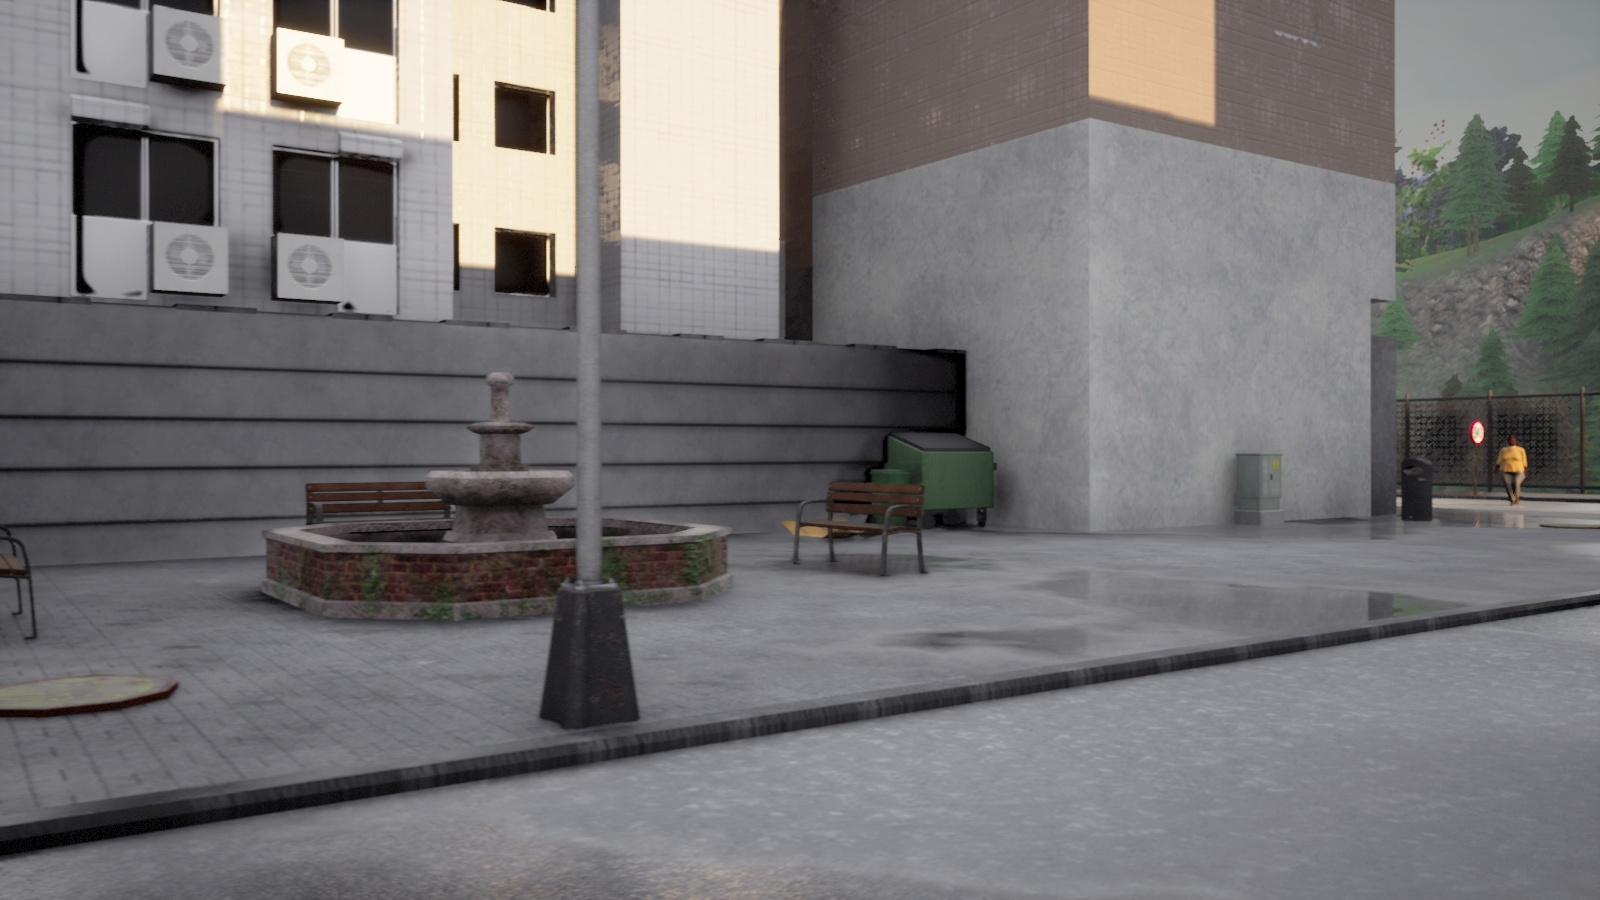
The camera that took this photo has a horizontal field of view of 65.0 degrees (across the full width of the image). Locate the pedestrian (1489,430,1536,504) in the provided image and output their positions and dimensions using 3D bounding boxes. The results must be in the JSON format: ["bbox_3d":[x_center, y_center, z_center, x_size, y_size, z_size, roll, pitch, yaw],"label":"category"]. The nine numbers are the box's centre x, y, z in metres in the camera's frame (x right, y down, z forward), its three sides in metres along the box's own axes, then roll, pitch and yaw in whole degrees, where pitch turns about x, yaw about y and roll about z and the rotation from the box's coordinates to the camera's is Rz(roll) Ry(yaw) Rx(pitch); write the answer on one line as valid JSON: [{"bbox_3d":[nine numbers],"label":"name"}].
[{"bbox_3d":[18.195,0.437,32.058,0.874,1.855,0.900,0,0,40],"label":"pedestrian"}]
